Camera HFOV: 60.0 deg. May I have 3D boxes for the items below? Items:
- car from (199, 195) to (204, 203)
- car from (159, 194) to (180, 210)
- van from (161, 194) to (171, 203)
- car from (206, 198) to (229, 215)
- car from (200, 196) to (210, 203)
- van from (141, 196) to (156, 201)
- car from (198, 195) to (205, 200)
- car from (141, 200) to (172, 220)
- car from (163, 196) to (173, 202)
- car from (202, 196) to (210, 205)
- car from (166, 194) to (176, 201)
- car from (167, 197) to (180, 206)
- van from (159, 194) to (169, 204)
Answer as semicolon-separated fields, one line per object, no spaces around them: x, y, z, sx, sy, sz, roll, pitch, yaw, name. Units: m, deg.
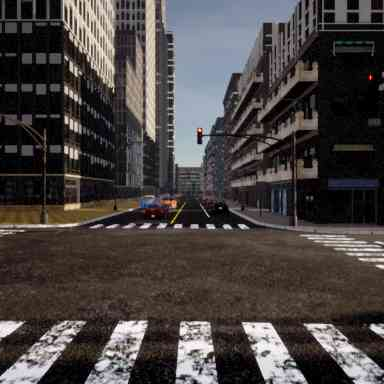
2.745;1.561;60.732;2.008;1.369;4.403;0;0;0;car
-3.057;1.356;43.058;2.097;1.767;4.553;0;0;0;car
-5.625;1.355;72.048;1.690;1.788;3.998;0;0;0;van
2.720;1.568;33.802;1.947;1.339;4.313;0;0;0;car
2.756;1.559;72.040;1.887;1.381;4.507;0;0;0;car
-5.652;1.346;43.777;1.690;1.788;3.998;0;0;0;van
2.777;1.590;94.658;1.947;1.339;4.313;0;0;0;car
-3.069;1.603;28.388;1.895;1.301;4.718;0;0;0;car
-5.619;1.567;77.702;2.008;1.369;4.403;0;0;0;car
2.729;1.550;43.769;1.887;1.381;4.507;0;0;0;car
-5.609;1.337;89.012;2.192;1.841;5.009;0;0;0;car
-3.018;1.608;55.573;1.895;1.301;4.718;0;0;0;car
-5.631;1.353;66.394;1.690;1.788;3.998;0;0;0;van
